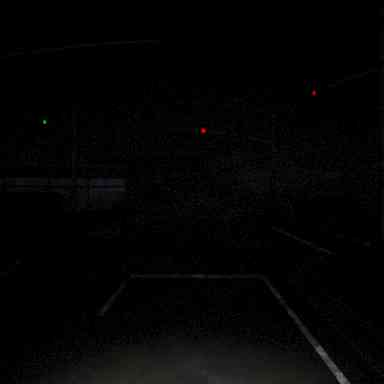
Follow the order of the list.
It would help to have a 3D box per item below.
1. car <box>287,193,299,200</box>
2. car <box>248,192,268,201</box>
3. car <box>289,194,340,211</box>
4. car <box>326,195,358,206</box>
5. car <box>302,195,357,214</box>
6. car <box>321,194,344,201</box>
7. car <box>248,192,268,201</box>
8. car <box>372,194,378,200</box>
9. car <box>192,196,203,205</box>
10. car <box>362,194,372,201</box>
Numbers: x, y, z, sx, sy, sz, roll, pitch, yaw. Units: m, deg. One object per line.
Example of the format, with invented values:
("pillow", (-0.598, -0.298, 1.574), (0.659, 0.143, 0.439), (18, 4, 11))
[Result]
("car", (22.324, 0.975, 69.796), (4.605, 1.855, 1.932), (0, 0, 0))
("car", (14.493, 0.934, 73.168), (3.866, 1.878, 1.905), (0, 0, 0))
("car", (13.523, 1.272, 35.595), (5.027, 1.636, 2.152), (0, 0, 0))
("car", (21.325, 1.247, 47.356), (3.633, 1.501, 1.845), (0, 0, 0))
("car", (13.541, 1.288, 32.458), (4.514, 1.523, 2.007), (0, 0, 0))
("car", (32.410, 1.177, 76.628), (4.514, 1.523, 2.007), (0, 0, 0))
("car", (13.845, 1.225, 69.851), (3.806, 1.475, 1.970), (0, 0, 0))
("car", (39.673, 1.068, 66.468), (5.027, 1.636, 2.152), (0, 0, 0))
("car", (0.955, 1.419, 57.287), (2.033, 1.411, 5.357), (0, 0, 1))
("car", (39.419, 1.131, 72.888), (3.806, 1.475, 1.970), (0, 0, 0))
